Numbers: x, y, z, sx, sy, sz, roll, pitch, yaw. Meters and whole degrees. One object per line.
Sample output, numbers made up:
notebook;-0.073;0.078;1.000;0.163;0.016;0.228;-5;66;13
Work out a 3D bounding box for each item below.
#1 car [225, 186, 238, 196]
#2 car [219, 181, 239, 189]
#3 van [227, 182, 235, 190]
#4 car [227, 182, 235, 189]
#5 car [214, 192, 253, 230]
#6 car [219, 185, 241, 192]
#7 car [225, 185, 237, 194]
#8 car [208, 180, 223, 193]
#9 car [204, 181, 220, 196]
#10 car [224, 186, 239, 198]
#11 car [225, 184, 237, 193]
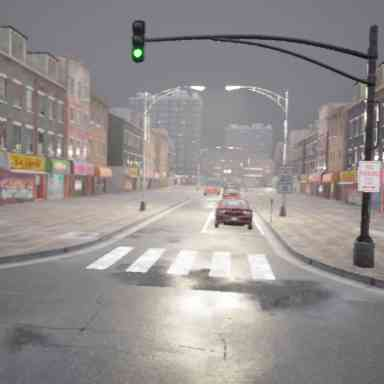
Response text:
car;5.765;-0.203;48.733;1.802;1.307;4.206;2;2;6
car;4.538;-0.086;37.925;2.192;1.841;5.009;2;2;6
van;9.481;-1.563;81.119;1.690;1.788;3.998;2;2;6
car;10.095;-1.646;86.522;1.967;1.590;4.097;2;2;6
car;2.057;0.928;16.341;1.887;1.381;4.507;2;2;6
car;3.912;0.338;32.536;1.887;1.381;4.507;2;2;6
car;6.383;-0.392;54.133;1.802;1.307;4.206;2;2;6
car;4.047;-0.923;56.854;2.150;2.045;5.566;2;2;6
car;2.873;-0.433;46.629;2.097;1.767;4.553;2;2;6
car;5.147;-0.012;43.335;1.802;1.307;4.206;2;2;6
car;7.002;-0.612;59.530;2.008;1.369;4.403;2;2;6
